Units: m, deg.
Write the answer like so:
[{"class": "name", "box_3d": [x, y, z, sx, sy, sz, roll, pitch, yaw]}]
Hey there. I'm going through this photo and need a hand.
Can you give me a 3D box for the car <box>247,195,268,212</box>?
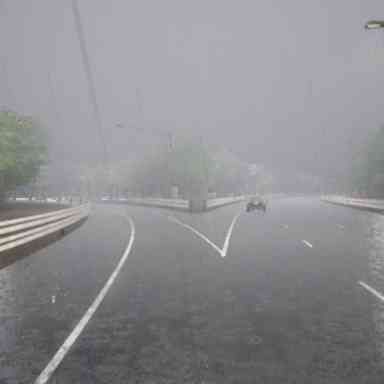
[{"class": "car", "box_3d": [7.587, 1.340, 39.221, 2.097, 1.767, 4.553, 0, 0, 12]}]
